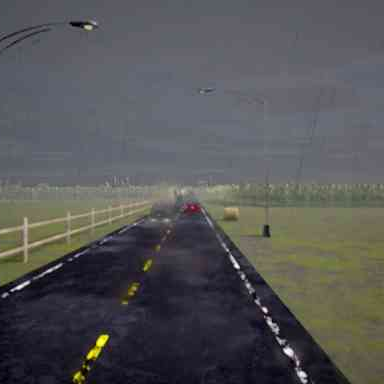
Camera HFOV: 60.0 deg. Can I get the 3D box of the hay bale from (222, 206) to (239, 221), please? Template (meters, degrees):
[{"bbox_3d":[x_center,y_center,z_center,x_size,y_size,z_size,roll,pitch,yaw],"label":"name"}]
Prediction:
[{"bbox_3d":[3.138,1.744,27.384,1.220,1.180,1.240,1,1,0],"label":"hay bale"}]

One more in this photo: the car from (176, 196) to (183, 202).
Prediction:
[{"bbox_3d":[-2.734,1.624,73.380,1.837,1.490,4.892,0,0,0],"label":"car"}]

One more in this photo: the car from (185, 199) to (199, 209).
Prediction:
[{"bbox_3d":[0.019,1.740,49.482,1.895,1.301,4.718,0,0,0],"label":"car"}]

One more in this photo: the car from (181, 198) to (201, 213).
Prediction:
[{"bbox_3d":[0.045,1.682,39.127,1.994,1.385,4.181,0,0,0],"label":"car"}]

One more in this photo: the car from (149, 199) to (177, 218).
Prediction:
[{"bbox_3d":[-2.841,1.646,31.505,2.033,1.411,5.357,0,0,0],"label":"car"}]

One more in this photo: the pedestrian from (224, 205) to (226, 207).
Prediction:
[{"bbox_3d":[2.831,1.390,28.499,0.375,1.860,0.375,-1,1,-1],"label":"pedestrian"}]
